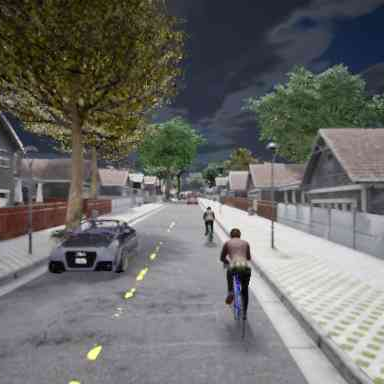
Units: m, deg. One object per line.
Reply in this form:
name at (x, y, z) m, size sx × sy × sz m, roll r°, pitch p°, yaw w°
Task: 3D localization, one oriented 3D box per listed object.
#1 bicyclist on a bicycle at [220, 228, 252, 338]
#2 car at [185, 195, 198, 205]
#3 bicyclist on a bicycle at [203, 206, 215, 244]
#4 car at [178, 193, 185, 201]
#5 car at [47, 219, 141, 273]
bicyclist on a bicycle at (0.763, 1.457, 5.675) m, size 0.582 × 1.620 × 1.656 m, roll 0°, pitch 0°, yaw 0°
car at (0.126, 1.674, 63.070) m, size 1.994 × 1.385 × 4.181 m, roll 0°, pitch 0°, yaw 0°
bicyclist on a bicycle at (0.767, 1.466, 14.691) m, size 0.582 × 1.620 × 1.656 m, roll 0°, pitch 0°, yaw 0°
car at (-2.703, 1.414, 91.203) m, size 2.150 × 2.045 × 5.566 m, roll 0°, pitch 0°, yaw 0°
car at (-2.844, 1.572, 10.495) m, size 1.994 × 1.385 × 4.181 m, roll 0°, pitch 0°, yaw 0°
